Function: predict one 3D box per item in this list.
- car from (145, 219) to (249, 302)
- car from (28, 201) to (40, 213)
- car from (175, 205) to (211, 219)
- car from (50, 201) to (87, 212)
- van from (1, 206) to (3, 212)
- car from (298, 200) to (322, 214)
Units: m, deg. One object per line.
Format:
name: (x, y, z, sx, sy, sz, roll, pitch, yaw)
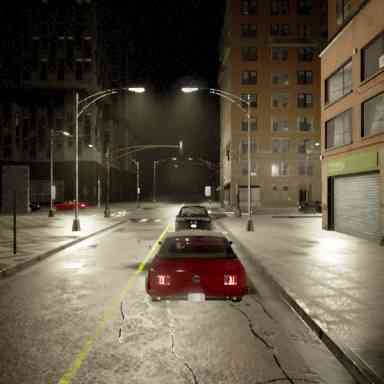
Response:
car: (0.086, 1.601, 8.183, 1.895, 1.301, 4.718, 0, 0, 0)
car: (-20.181, 1.725, 39.226, 4.313, 1.339, 1.947, 0, 0, 0)
car: (0.067, 1.473, 18.445, 1.882, 1.535, 5.008, 0, 0, 0)
car: (-14.532, 1.701, 39.229, 4.206, 1.307, 1.802, 0, 0, 0)
van: (-20.169, 1.425, 30.702, 3.998, 1.788, 1.690, 0, 0, 0)
car: (12.057, 1.415, 30.720, 4.313, 1.339, 1.947, 0, 0, 0)
